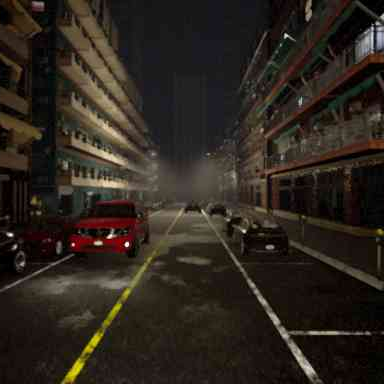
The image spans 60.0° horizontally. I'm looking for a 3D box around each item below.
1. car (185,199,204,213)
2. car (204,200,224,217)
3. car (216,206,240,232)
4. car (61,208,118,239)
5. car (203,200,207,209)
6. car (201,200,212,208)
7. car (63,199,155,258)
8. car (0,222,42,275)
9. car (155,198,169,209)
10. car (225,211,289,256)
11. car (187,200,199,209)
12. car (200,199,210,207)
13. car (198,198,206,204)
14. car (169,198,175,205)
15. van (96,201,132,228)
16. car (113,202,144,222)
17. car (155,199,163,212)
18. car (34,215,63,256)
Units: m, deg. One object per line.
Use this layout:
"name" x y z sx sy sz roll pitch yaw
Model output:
"car" 0.107 1.784 43.200 2.097 1.767 4.553 0 -1 0
"car" 2.691 1.907 35.726 2.008 1.369 4.403 -1 -1 0
"car" 2.687 1.741 19.157 2.008 1.369 4.403 -1 -1 0
"car" -5.694 1.736 19.172 1.887 1.381 4.507 -1 -1 0
"car" 2.692 1.939 41.420 1.752 1.417 4.829 -1 -1 0
"car" 2.698 2.189 63.342 2.008 1.369 4.403 -1 -1 0
"car" -3.073 1.358 13.727 2.150 2.045 5.566 0 -1 0
"car" -5.696 1.647 8.125 1.947 1.339 4.313 0 -1 0
"car" -5.687 1.897 57.836 2.192 1.841 5.009 -1 -1 0
"car" 2.686 1.686 13.633 2.008 1.369 4.403 -1 -1 0
"car" 0.115 2.127 55.980 1.994 1.385 4.181 0 -1 0
"car" 2.699 2.223 69.035 1.752 1.417 4.829 -1 -1 0
"car" 2.704 2.470 90.958 1.887 1.381 4.507 -1 -1 0
"car" -5.679 2.393 79.927 1.802 1.307 4.206 -1 -1 0
"van" -5.695 1.587 24.698 1.690 1.788 3.998 -1 -1 0
"car" -5.692 1.741 30.220 1.967 1.590 4.097 -1 -1 0
"car" -5.688 2.035 46.788 1.947 1.339 4.313 -1 -1 0
"car" -5.695 1.681 13.649 1.887 1.381 4.507 -1 -1 0
